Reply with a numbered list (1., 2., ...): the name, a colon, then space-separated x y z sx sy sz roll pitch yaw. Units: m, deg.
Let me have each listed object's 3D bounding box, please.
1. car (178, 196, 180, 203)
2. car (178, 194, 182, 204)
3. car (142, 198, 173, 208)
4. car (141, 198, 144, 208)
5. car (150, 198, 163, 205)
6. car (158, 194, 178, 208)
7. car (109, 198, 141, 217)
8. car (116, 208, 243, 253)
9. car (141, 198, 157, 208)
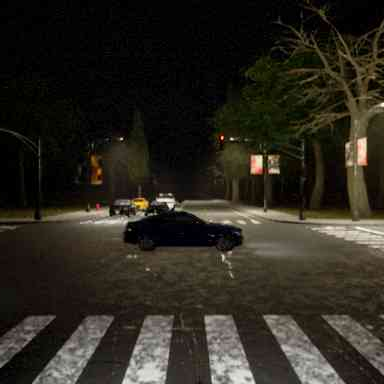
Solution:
1. car: -3.285 1.681 51.972 1.895 1.301 4.718 0 0 0
2. car: -3.176 1.466 67.086 2.150 2.045 5.566 0 0 0
3. car: -3.298 1.569 32.364 1.994 1.385 4.181 0 0 1
4. car: -6.545 1.503 41.223 1.882 1.535 5.008 0 0 0
5. car: -6.483 1.752 61.910 1.895 1.301 4.718 0 0 1
6. car: -3.295 1.249 41.721 2.150 2.045 5.566 0 0 0
7. car: -6.558 1.496 31.724 2.128 1.511 4.902 0 0 0
8. car: -0.344 1.515 13.109 4.674 1.442 1.812 0 0 0
9. car: -6.539 1.639 51.270 1.994 1.385 4.181 0 0 -1
